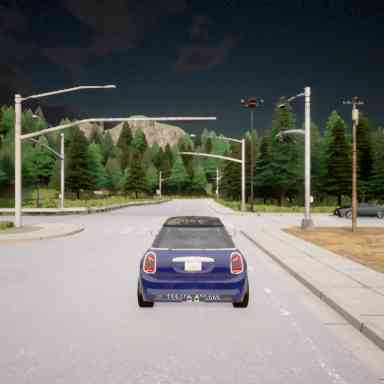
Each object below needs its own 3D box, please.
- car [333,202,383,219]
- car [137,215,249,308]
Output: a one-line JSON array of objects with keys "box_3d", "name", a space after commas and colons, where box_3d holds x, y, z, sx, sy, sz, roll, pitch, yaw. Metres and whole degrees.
[{"box_3d": [14.499, 1.590, 28.718, 4.181, 1.385, 1.994, 0, 0, 1], "name": "car"}, {"box_3d": [0.037, 1.348, 8.090, 2.097, 1.767, 4.553, 0, 0, 0], "name": "car"}]
